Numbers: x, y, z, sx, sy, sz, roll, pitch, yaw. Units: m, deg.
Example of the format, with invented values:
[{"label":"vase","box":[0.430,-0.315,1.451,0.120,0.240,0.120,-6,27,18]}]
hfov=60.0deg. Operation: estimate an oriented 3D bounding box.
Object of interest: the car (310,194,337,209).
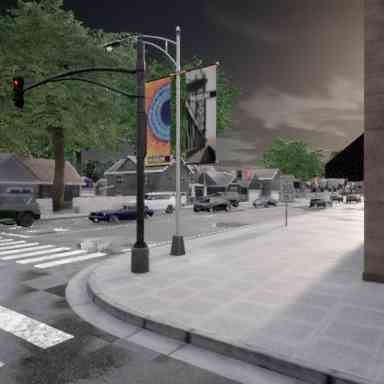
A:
[{"label":"car","box":[15.906,1.256,40.838,1.837,1.490,4.892,0,0,36]}]

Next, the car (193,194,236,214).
[{"label":"car","box":[2.053,1.305,32.970,1.882,1.535,5.008,0,0,36]}]

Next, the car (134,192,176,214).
[{"label":"car","box":[-3.805,1.077,30.359,2.150,2.045,5.566,0,0,36]}]

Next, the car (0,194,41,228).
[{"label":"car","box":[-11.703,1.155,19.329,2.150,2.045,5.566,0,0,36]}]

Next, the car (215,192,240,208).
[{"label":"car","box":[3.878,1.008,41.085,2.150,2.045,5.566,0,0,35]}]

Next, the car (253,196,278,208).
[{"label":"car","box":[9.585,1.250,43.461,2.128,1.511,4.902,0,0,36]}]

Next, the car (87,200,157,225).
[{"label":"car","box":[-4.899,1.495,23.265,1.895,1.301,4.718,0,0,36]}]

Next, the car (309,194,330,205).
[{"label":"car","box":[20.029,1.171,52.192,1.882,1.535,5.008,0,0,36]}]

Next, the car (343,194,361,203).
[{"label":"car","box":[28.276,1.155,58.143,1.837,1.490,4.892,0,0,36]}]

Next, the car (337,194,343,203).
[{"label":"car","box":[26.664,1.146,61.473,1.837,1.490,4.892,0,0,36]}]
